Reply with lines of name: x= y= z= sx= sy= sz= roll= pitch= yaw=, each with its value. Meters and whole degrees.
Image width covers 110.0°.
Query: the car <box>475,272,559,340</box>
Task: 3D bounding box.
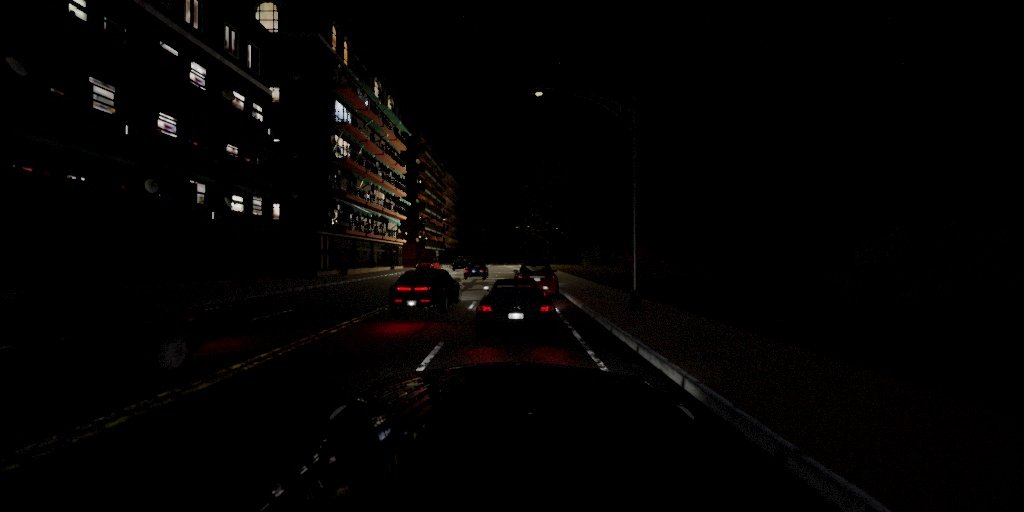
car: x=0.106 y=1.315 z=10.036 sx=1.994 sy=1.385 sz=4.181 roll=0 pitch=0 yaw=1

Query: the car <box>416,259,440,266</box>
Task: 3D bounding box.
car: x=-9.792 y=1.103 z=41.867 sx=2.097 sy=1.767 sz=4.553 roll=0 pitch=0 yaw=0

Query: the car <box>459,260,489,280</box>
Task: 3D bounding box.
car: x=-3.108 y=1.300 z=31.821 sx=2.033 sy=1.411 sz=5.357 roll=0 pitch=0 yaw=0

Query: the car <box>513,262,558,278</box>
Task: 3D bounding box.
car: x=1.161 y=1.103 z=18.615 sx=2.097 sy=1.767 sz=4.553 roll=0 pitch=0 yaw=0

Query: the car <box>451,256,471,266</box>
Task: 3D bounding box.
car: x=-6.533 y=0.972 z=47.340 sx=2.150 sy=2.045 sz=5.566 roll=0 pitch=0 yaw=0

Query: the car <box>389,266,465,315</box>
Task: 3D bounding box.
car: x=-3.134 y=1.253 z=13.632 sx=1.837 sy=1.490 sz=4.892 roll=0 pitch=-1 yaw=0

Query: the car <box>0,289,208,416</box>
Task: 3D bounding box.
car: x=-6.597 y=1.255 z=4.643 sx=1.837 sy=1.490 sz=4.892 roll=0 pitch=0 yaw=0
